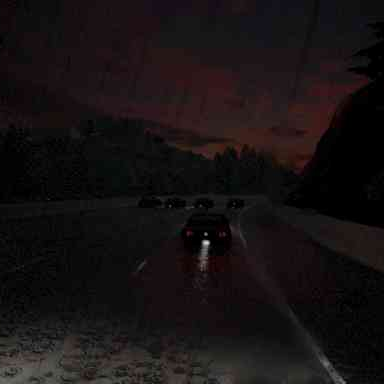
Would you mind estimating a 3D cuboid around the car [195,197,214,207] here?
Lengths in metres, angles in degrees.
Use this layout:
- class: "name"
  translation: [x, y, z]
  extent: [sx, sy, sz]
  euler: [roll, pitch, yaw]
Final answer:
- class: "car"
  translation: [1.668, 1.437, 43.484]
  extent: [1.837, 1.490, 4.892]
  euler: [0, 0, 14]

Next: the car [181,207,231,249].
- class: "car"
  translation: [0.711, 1.579, 14.526]
  extent: [1.895, 1.301, 4.718]
  euler: [0, 0, 5]

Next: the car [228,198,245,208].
- class: "car"
  translation: [6.376, 1.527, 47.677]
  extent: [1.994, 1.385, 4.181]
  euler: [0, 0, 16]

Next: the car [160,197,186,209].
- class: "car"
  translation: [-2.085, 1.407, 42.796]
  extent: [1.837, 1.490, 4.892]
  euler: [0, 0, 13]

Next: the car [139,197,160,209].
- class: "car"
  translation: [-5.423, 1.363, 43.827]
  extent: [2.128, 1.511, 4.902]
  euler: [0, 0, 14]
